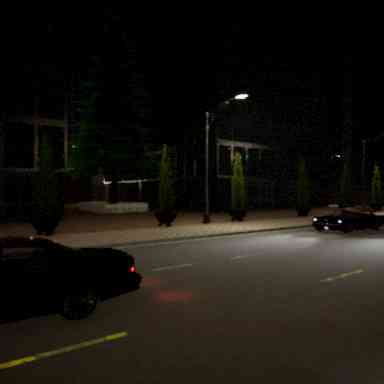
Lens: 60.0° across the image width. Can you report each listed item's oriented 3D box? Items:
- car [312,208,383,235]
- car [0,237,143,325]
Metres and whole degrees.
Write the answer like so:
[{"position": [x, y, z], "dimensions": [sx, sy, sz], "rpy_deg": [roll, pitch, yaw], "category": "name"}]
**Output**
[{"position": [8.938, 1.591, 18.907], "dimensions": [4.718, 1.301, 1.895], "rpy_deg": [0, 0, -35], "category": "car"}, {"position": [-3.561, 1.543, 5.751], "dimensions": [5.357, 1.411, 2.033], "rpy_deg": [0, 0, -35], "category": "car"}]
